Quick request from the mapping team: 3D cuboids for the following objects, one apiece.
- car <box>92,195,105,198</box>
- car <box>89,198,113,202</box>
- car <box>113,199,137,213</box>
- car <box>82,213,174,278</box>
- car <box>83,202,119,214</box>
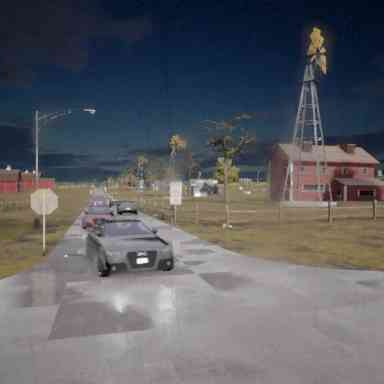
[{"bbox_3d":[-12.814,1.427,45.427,2.150,2.045,5.566,0,-1,-16],"label":"car"},{"bbox_3d":[-8.946,1.574,31.724,2.128,1.511,4.902,0,0,-16],"label":"car"},{"bbox_3d":[-7.033,1.678,35.694,1.994,1.385,4.181,0,0,-16],"label":"car"},{"bbox_3d":[-2.097,1.566,10.267,1.994,1.385,4.181,0,0,-25],"label":"car"},{"bbox_3d":[-5.995,1.593,21.454,1.994,1.385,4.181,0,0,-16],"label":"car"}]
